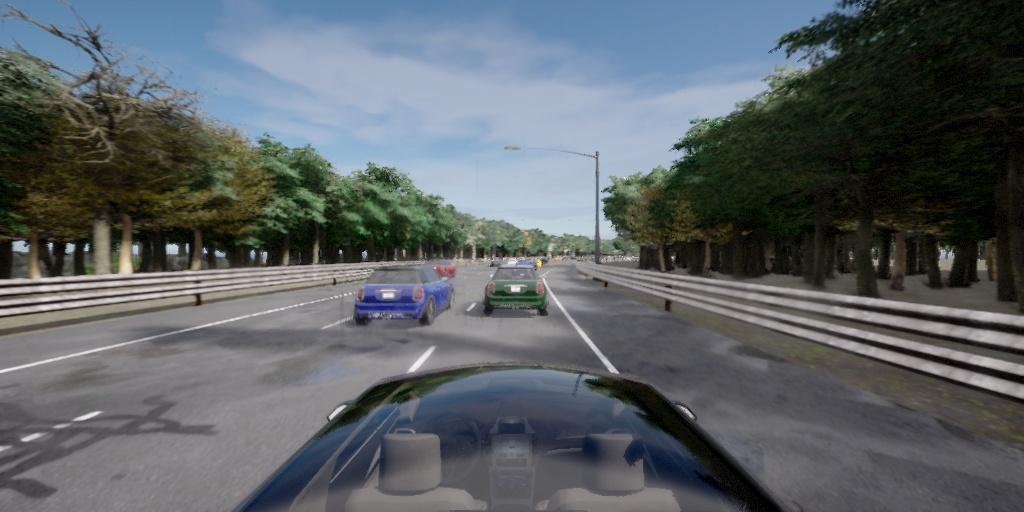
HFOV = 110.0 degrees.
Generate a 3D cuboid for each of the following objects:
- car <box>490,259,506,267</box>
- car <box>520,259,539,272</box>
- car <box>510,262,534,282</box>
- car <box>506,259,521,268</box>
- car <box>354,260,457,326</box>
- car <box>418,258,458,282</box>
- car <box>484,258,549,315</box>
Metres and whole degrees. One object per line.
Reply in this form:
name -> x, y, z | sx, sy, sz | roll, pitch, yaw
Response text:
car -> -2.486, 1.265, 64.501 | 1.994, 1.385, 4.181 | 1, 0, 8
car -> 2.377, 1.223, 47.219 | 2.128, 1.511, 4.902 | 0, 0, 6
car -> 0.931, 1.264, 29.885 | 1.812, 1.442, 4.674 | 0, 0, 4
car -> 0.327, 1.245, 59.199 | 1.812, 1.442, 4.674 | 0, 0, 8
car -> -3.277, 1.090, 11.786 | 2.097, 1.767, 4.553 | 0, 0, 1
car -> -6.019, 1.076, 29.783 | 2.097, 1.767, 4.553 | 0, 0, 4
car -> 0.178, 1.096, 13.646 | 2.097, 1.767, 4.553 | 0, 0, 2
